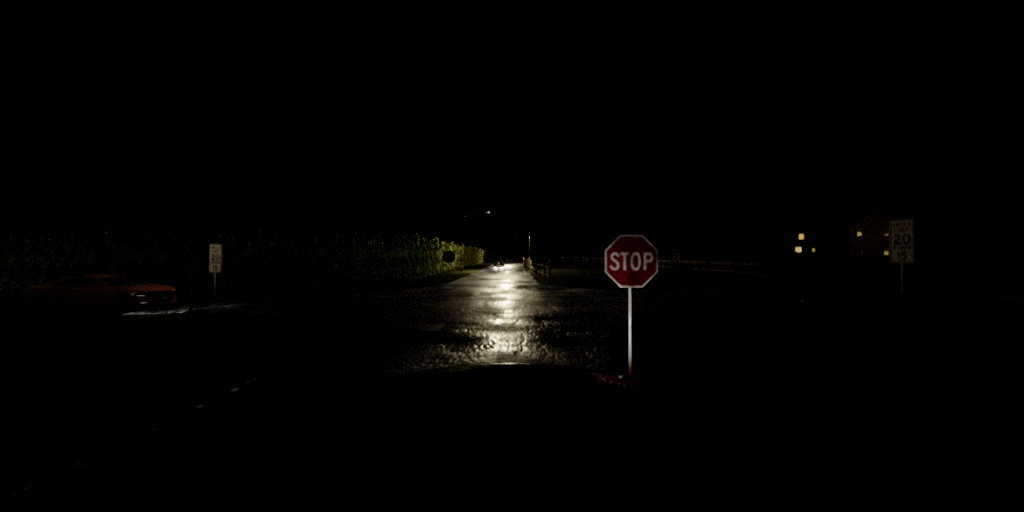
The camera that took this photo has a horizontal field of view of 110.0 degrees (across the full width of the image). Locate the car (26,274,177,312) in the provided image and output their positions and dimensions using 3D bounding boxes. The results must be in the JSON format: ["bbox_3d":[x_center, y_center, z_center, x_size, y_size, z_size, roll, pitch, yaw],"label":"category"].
[{"bbox_3d":[-17.150,1.521,15.148,5.008,1.535,1.882,-1,-1,0],"label":"car"}]
